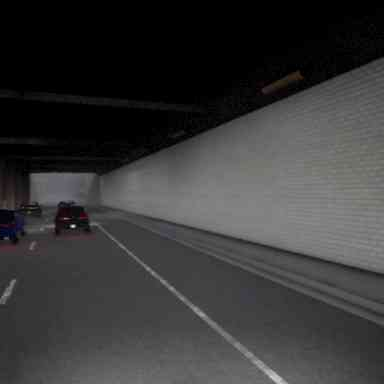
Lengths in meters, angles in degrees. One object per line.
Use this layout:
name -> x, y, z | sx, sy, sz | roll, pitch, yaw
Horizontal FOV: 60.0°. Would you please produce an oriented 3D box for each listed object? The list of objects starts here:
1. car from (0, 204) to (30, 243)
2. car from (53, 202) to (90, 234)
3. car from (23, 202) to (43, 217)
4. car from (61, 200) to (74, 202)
car -> -9.549, 1.623, 16.642 | 1.882, 1.535, 5.008 | -1, 0, -21
car -> -7.292, 1.599, 20.268 | 1.837, 1.490, 4.892 | -1, 0, -21
car -> -16.158, 1.725, 33.429 | 2.128, 1.511, 4.902 | -1, 0, -21
car -> -14.277, 1.679, 38.109 | 2.128, 1.511, 4.902 | -1, 0, -21
